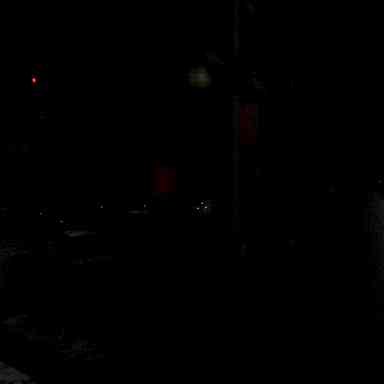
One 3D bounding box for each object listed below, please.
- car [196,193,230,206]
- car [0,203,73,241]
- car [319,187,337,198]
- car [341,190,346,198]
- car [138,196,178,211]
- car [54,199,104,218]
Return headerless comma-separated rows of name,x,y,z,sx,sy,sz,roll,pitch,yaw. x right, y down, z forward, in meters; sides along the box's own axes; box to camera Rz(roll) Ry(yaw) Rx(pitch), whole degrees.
car,2.721,0.885,40.711,2.033,1.411,5.357,0,1,36
car,-7.762,1.393,14.502,1.994,1.385,4.181,1,2,45
car,25.028,0.098,61.006,2.150,2.045,5.566,0,1,35
car,28.279,0.373,59.976,1.837,1.490,4.892,0,1,34
car,-3.227,1.079,32.197,1.994,1.385,4.181,0,1,35
car,-8.935,1.237,24.030,2.033,1.411,5.357,0,1,35
